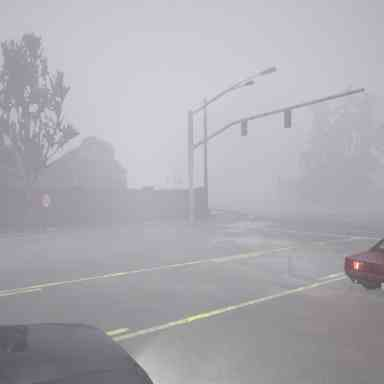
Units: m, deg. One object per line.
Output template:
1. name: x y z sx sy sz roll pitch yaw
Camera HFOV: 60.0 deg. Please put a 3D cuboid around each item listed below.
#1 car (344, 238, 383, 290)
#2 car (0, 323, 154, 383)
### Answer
1. car: 5.708 1.597 7.801 4.718 1.301 1.895 0 0 -35
2. car: -2.782 1.546 1.754 5.357 1.411 2.033 0 0 -35
